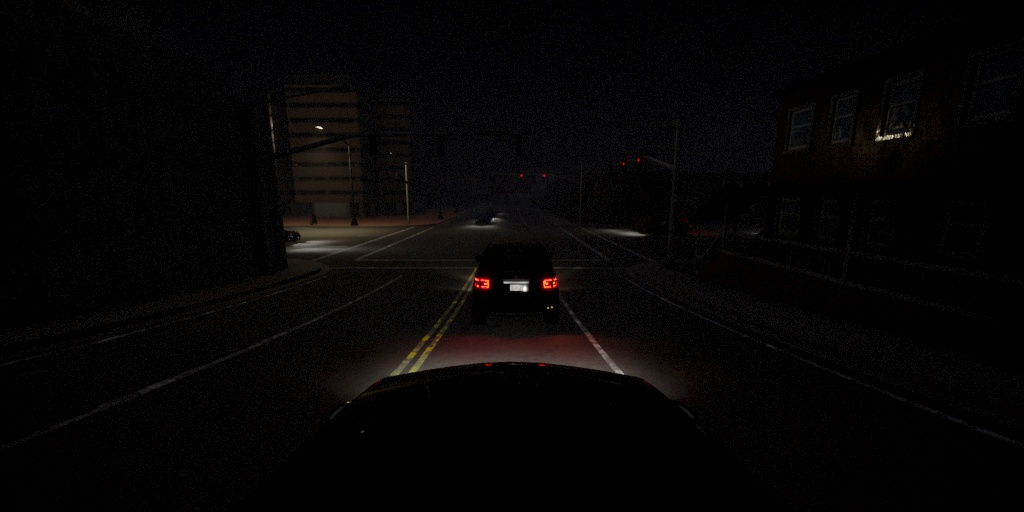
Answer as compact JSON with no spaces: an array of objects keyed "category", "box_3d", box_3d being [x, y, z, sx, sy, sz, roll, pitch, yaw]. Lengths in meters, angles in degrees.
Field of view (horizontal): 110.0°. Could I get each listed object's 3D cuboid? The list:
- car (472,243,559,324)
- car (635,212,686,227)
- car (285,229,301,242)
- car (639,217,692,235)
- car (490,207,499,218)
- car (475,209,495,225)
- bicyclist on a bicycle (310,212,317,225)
[{"category":"car","box_3d":[0.057,0.601,10.749,2.150,2.045,5.566,0,4,-1]},{"category":"car","box_3d":[16.745,-3.871,40.138,5.566,2.045,2.150,0,10,0]},{"category":"car","box_3d":[-20.114,-1.815,29.625,4.892,1.490,1.837,2,10,0]},{"category":"car","box_3d":[15.939,-2.982,36.734,4.674,1.442,1.812,0,10,0]},{"category":"car","box_3d":[-3.751,-7.585,64.067,1.895,1.301,4.718,0,10,0]},{"category":"car","box_3d":[-3.875,-5.118,48.891,1.882,1.535,5.008,0,10,2]},{"category":"bicyclist on a bicycle","box_3d":[-25.405,-4.790,45.847,0.582,1.620,1.656,0,10,0]}]
